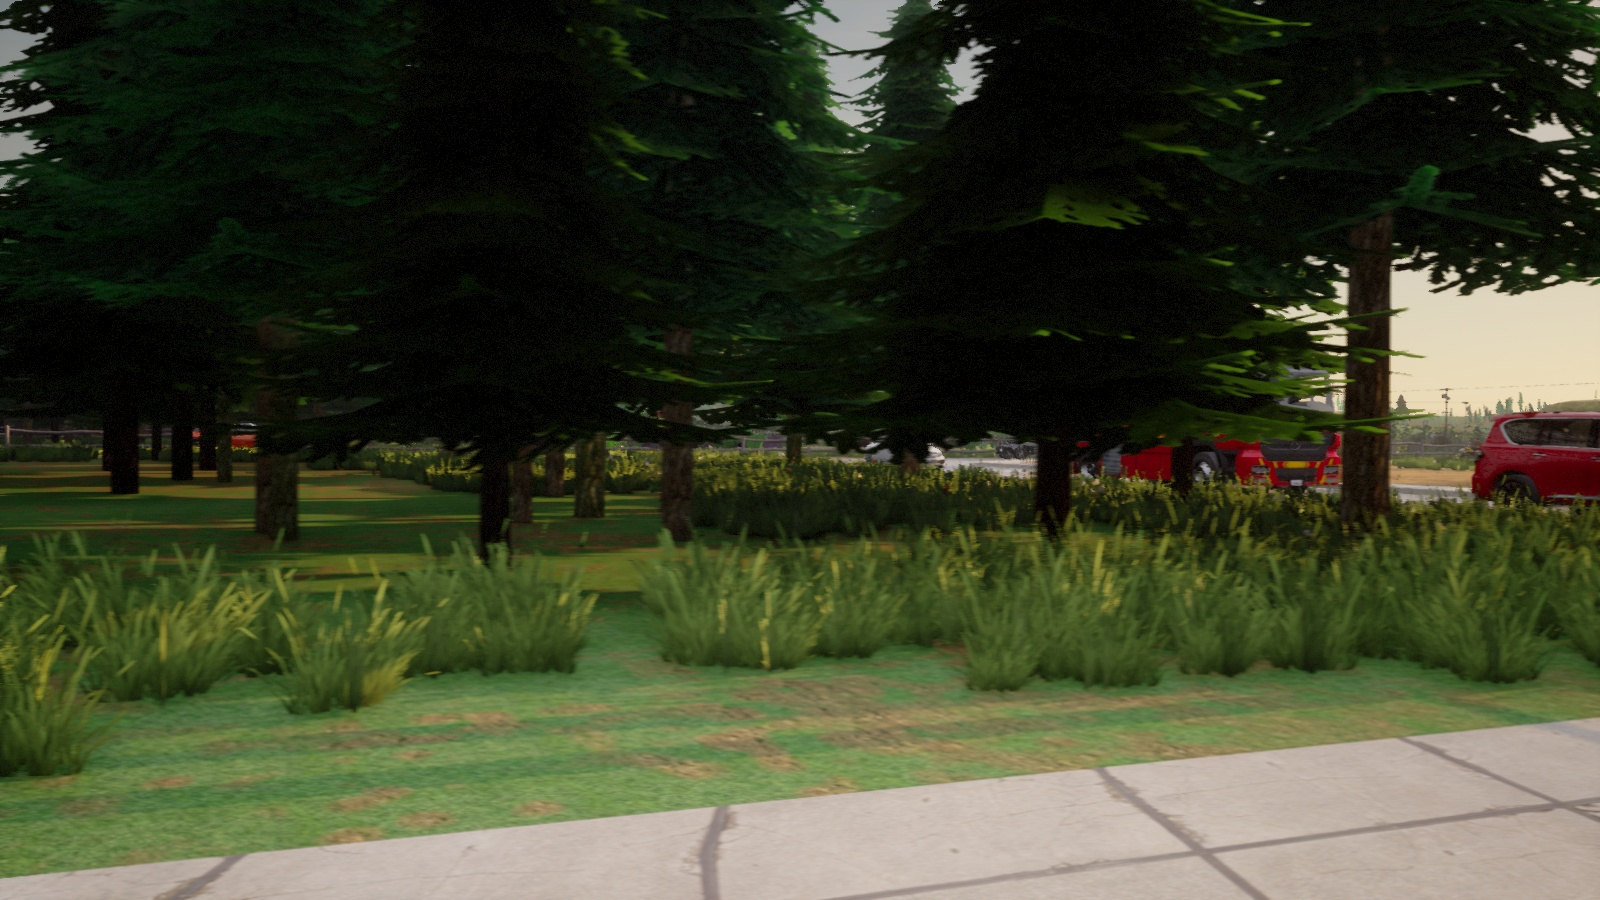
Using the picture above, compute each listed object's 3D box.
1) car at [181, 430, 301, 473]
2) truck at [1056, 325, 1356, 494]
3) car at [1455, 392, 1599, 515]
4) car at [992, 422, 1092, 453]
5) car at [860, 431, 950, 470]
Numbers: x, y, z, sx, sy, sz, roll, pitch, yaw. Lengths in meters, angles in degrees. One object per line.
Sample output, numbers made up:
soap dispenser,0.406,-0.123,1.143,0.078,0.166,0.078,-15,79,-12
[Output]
car,-24.160,0.027,54.435,4.553,1.767,2.097,-1,1,-19
truck,10.223,-0.986,32.911,2.891,3.827,8.468,-1,1,-20
car,14.338,0.039,21.495,2.150,2.045,5.566,-1,1,-20
car,13.423,-0.710,69.701,5.027,1.651,2.152,-1,1,-17
car,4.122,-0.009,50.071,1.812,1.442,4.674,-1,1,-20
